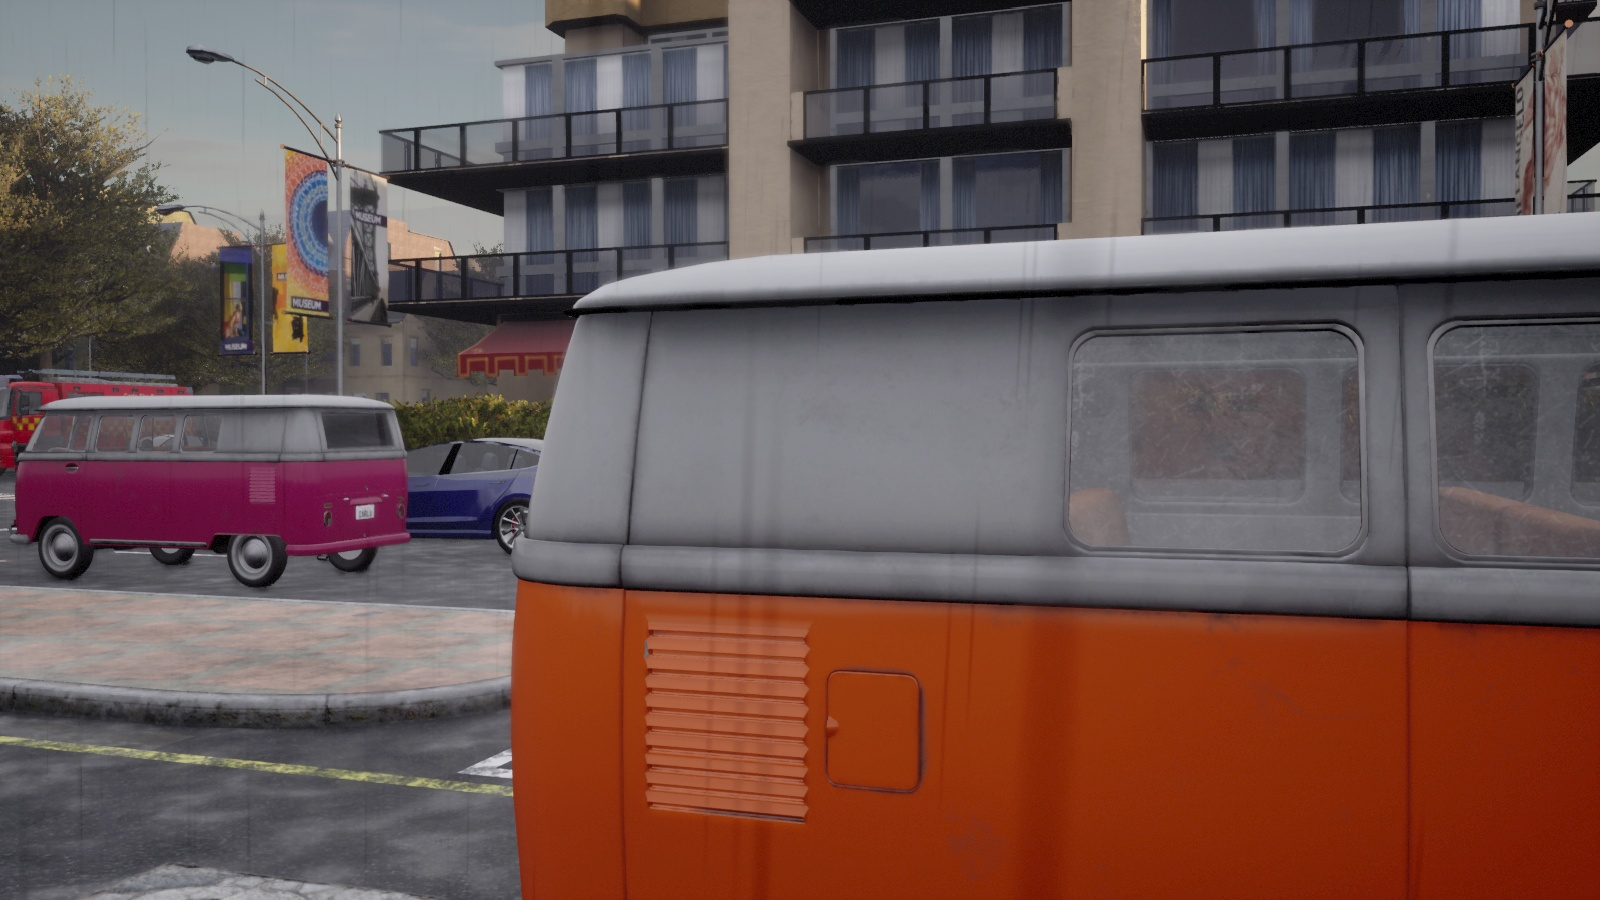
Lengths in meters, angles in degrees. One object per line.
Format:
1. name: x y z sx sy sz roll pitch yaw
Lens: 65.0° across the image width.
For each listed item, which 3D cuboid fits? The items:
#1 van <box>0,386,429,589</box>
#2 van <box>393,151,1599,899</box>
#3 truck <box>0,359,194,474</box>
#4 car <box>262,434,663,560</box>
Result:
1. van: -6.511 0.334 13.820 4.442 1.987 1.775 1 1 19
2. van: 1.570 0.543 2.661 4.442 1.987 1.775 1 1 19
3. truck: -26.770 -1.180 46.298 2.891 3.827 8.468 1 1 18
4. car: -4.484 0.540 16.834 4.792 1.488 2.163 1 1 19
